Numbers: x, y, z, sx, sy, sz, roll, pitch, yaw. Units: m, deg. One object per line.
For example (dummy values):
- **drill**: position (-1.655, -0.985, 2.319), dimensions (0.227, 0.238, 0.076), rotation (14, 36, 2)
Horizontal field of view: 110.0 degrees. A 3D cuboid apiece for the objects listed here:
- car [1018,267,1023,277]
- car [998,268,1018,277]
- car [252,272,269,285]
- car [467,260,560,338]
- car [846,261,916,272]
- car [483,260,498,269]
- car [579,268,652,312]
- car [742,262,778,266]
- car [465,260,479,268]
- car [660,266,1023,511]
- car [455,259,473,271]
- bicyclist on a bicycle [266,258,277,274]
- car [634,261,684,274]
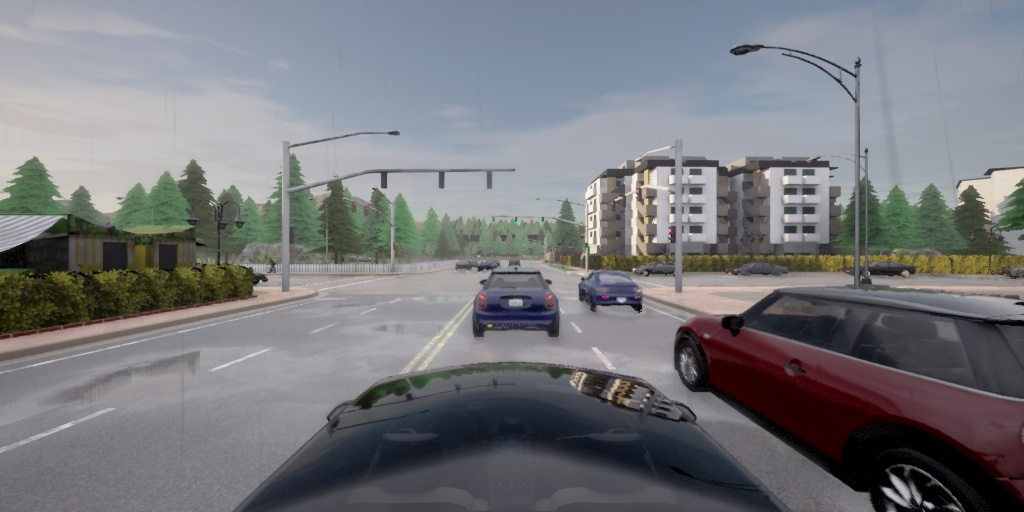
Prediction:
- **car**: position (37.147, 1.297, 22.834), dimensions (5.357, 1.411, 2.033), rotation (0, 0, 18)
- **car**: position (46.006, 1.297, 30.590), dimensions (5.357, 1.411, 2.033), rotation (0, 0, 25)
- **car**: position (-19.362, 1.297, 23.793), dimensions (5.357, 1.411, 2.033), rotation (0, 0, -1)
- **car**: position (0.115, 1.101, 10.337), dimensions (2.097, 1.767, 4.553), rotation (0, 0, 1)
- **car**: position (34.952, 1.228, 34.156), dimensions (5.008, 1.535, 1.882), rotation (0, 0, 12)
- **car**: position (-3.282, 1.297, 56.178), dimensions (2.033, 1.411, 5.357), rotation (0, 0, 0)
- **car**: position (3.778, 1.275, 14.209), dimensions (1.812, 1.442, 4.674), rotation (0, 0, 3)
- **car**: position (24.039, 1.298, 35.224), dimensions (5.357, 1.411, 2.033), rotation (0, 0, 0)
- **car**: position (-6.739, 1.314, 60.818), dimensions (1.994, 1.385, 4.181), rotation (0, 0, 0)
- **car**: position (3.610, 1.101, 3.857), dimensions (2.097, 1.767, 4.553), rotation (0, 0, 0)
- **car**: position (-6.797, 1.228, 50.901), dimensions (1.882, 1.535, 5.008), rotation (0, 0, 0)
- **bicyclist on a bicycle**: position (-25.591, 1.052, 38.158), dimensions (0.582, 1.620, 1.656), rotation (0, 0, -1)
- **car**: position (14.250, 1.242, 34.975), dimensions (4.902, 1.511, 2.128), rotation (0, 0, -2)
